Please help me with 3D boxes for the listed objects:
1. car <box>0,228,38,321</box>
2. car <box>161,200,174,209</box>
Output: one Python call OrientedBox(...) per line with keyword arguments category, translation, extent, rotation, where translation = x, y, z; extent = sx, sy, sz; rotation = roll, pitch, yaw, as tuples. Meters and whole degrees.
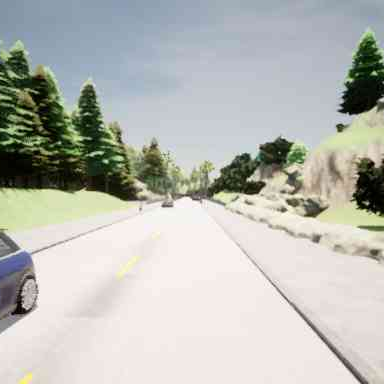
OrientedBox(category="car", translation=(-4.099, 1.396, 4.671), extent=(2.097, 1.767, 4.553), rotation=(0, -1, 0))
OrientedBox(category="car", translation=(-4.046, 2.062, 55.851), extent=(1.994, 1.385, 4.181), rotation=(0, 0, 1))
